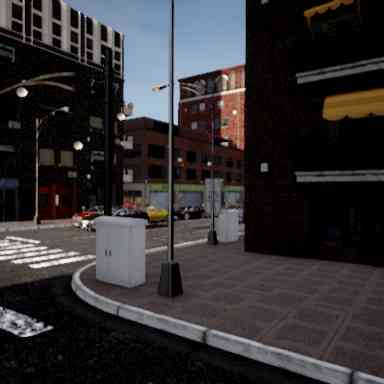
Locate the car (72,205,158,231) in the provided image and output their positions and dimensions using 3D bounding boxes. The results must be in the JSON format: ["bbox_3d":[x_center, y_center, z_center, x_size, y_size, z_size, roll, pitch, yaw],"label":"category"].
[{"bbox_3d":[-4.922,1.756,21.801,2.128,1.511,4.902,0,-1,38],"label":"car"}]

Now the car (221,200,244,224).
[{"bbox_3d":[4.746,1.872,30.337,2.097,1.767,4.553,0,-1,35],"label":"car"}]

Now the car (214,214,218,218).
[{"bbox_3d":[2.749,2.102,37.449,1.752,1.417,4.829,-1,-2,35],"label":"car"}]

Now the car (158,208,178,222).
[{"bbox_3d":[-3.569,1.894,28.387,1.752,1.417,4.829,-1,-2,35],"label":"car"}]

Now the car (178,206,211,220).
[{"bbox_3d":[-0.313,2.042,33.057,1.947,1.339,4.313,-1,-2,35],"label":"car"}]
